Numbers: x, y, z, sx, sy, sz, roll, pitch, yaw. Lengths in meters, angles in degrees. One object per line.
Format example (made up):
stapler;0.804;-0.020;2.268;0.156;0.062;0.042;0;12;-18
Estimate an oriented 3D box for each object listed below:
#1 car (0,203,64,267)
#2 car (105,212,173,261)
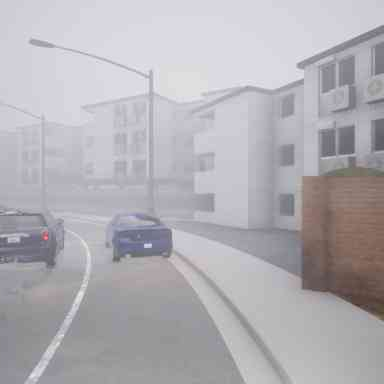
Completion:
car;-5.555;1.352;11.238;2.097;1.767;4.553;0;0;-17
car;-2.142;1.478;12.425;1.882;1.535;5.008;0;0;-19
